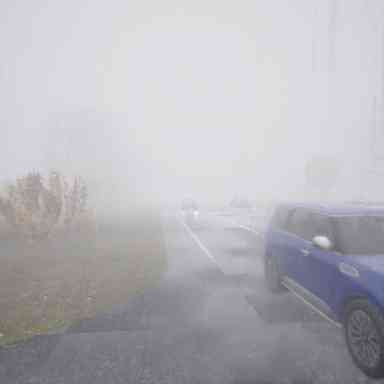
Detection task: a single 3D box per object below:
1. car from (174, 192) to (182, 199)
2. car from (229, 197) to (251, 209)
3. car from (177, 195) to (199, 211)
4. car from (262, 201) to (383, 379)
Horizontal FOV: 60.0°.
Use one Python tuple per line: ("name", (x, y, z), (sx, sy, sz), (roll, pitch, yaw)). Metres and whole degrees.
("car", (-3.205, 1.159, 86.643), (1.812, 1.442, 4.674), (0, 0, 1))
("car", (6.155, 1.379, 42.804), (1.994, 1.385, 4.181), (0, 0, -6))
("car", (-0.408, 1.391, 38.222), (1.812, 1.442, 4.674), (0, 0, -6))
("car", (2.976, 1.228, 5.963), (2.150, 2.045, 5.566), (0, 0, -6))
